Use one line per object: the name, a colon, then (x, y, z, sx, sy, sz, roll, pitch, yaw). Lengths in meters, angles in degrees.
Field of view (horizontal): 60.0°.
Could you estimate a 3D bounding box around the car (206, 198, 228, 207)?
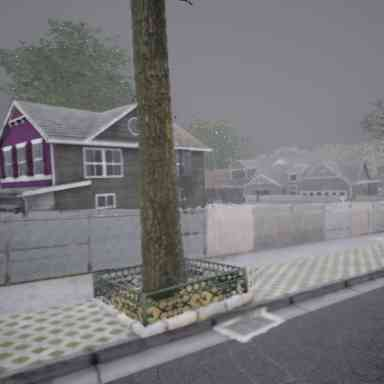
car: (3.076, 1.581, 41.055, 4.892, 1.490, 1.837, 1, 4, 43)
